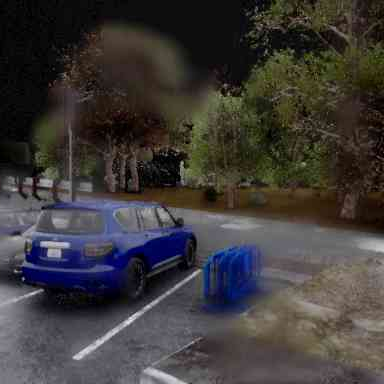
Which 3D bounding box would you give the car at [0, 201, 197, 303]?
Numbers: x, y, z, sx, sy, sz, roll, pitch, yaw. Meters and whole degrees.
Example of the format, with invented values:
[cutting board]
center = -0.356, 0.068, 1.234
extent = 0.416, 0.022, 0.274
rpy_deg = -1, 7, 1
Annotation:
[car]
center = -1.621, 1.253, 8.594
extent = 2.435, 2.045, 5.566
rpy_deg = 0, -1, 19
